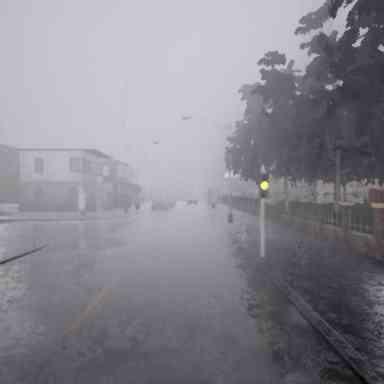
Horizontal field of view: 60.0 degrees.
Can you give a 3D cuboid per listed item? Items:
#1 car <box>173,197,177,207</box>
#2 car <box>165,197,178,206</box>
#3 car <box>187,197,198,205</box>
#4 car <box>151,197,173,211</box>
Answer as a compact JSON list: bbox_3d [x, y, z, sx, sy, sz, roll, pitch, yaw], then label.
[{"bbox_3d":[-3.949,1.557,53.079,2.097,1.767,4.553,0,0,0],"label":"car"},{"bbox_3d":[-3.924,1.735,63.127,2.128,1.511,4.902,0,0,0],"label":"car"},{"bbox_3d":[0.071,1.722,63.401,1.882,1.535,5.008,0,0,0],"label":"car"},{"bbox_3d":[-4.024,1.520,43.326,2.097,1.767,4.553,0,0,0],"label":"car"}]
